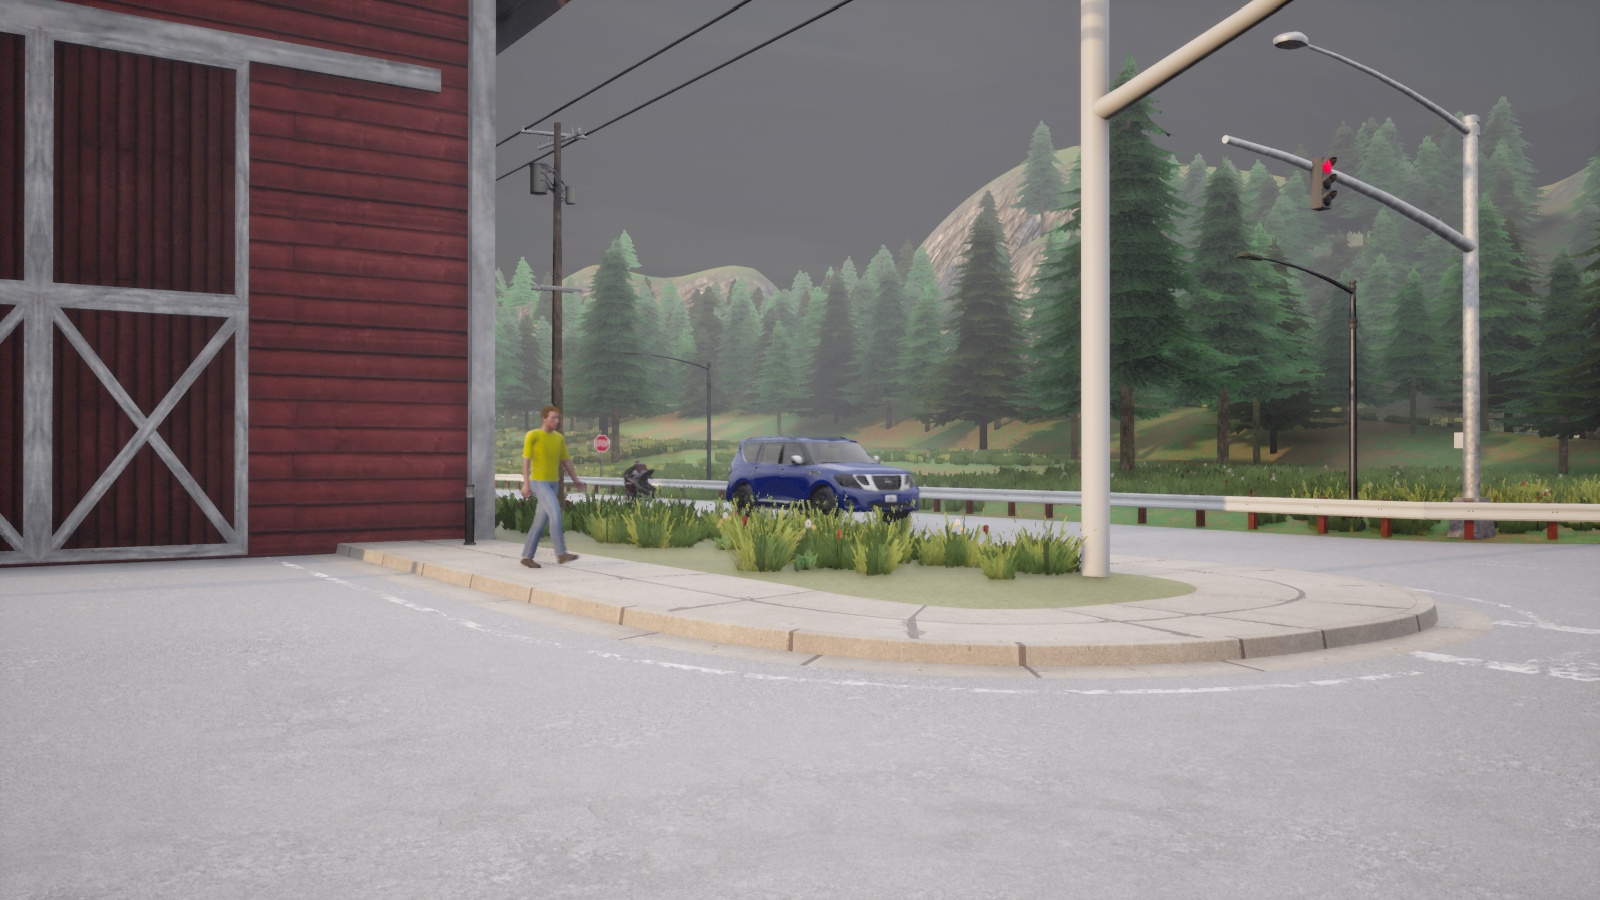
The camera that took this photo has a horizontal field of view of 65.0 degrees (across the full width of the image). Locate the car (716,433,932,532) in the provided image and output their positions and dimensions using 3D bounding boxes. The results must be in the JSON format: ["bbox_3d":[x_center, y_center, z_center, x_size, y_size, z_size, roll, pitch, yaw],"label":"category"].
[{"bbox_3d":[0.402,0.685,28.883,2.150,2.045,5.566,0,0,-34],"label":"car"}]

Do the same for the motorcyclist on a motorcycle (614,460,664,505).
[{"bbox_3d":[-5.704,1.126,44.293,0.866,1.530,2.191,0,0,-34],"label":"motorcyclist on a motorcycle"}]

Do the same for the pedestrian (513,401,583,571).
[{"bbox_3d":[-2.789,0.392,13.901,0.706,1.836,0.354,0,0,32],"label":"pedestrian"}]
